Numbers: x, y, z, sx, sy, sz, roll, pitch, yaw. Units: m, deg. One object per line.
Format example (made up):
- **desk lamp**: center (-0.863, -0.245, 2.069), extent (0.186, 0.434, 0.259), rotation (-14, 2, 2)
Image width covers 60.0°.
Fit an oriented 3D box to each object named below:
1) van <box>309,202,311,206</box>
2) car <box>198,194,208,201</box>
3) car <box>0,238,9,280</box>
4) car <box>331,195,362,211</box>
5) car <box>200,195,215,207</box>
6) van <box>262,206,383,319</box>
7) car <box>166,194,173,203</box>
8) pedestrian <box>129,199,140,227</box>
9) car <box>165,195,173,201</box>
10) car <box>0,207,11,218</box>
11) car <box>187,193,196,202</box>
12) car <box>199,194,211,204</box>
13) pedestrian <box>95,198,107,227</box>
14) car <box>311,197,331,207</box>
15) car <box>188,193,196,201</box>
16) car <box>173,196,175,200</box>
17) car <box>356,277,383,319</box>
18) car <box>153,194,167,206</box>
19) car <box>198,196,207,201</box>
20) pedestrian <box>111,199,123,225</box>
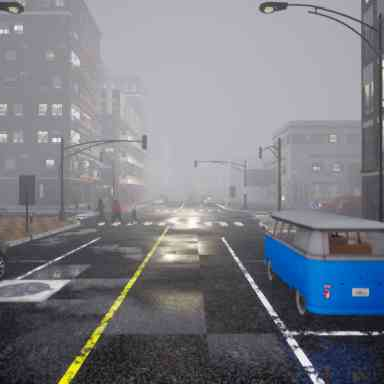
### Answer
- **van**: center (14.877, 1.424, 36.365), extent (3.998, 1.788, 1.690), rotation (0, 0, 0)
- **car**: center (2.654, 1.630, 62.952), extent (1.802, 1.307, 4.206), rotation (0, 0, 0)
- **car**: center (-5.692, 1.567, 7.107), extent (1.947, 1.339, 4.313), rotation (0, 0, 0)
- **car**: center (14.905, 1.357, 27.986), extent (5.009, 1.841, 2.192), rotation (0, 0, 0)
- **car**: center (2.661, 1.559, 52.043), extent (1.752, 1.417, 4.829), rotation (0, 0, 0)
- **van**: center (2.656, 1.342, 7.086), extent (1.690, 1.788, 3.998), rotation (0, 0, 0)
- **car**: center (-5.729, 1.372, 68.485), extent (2.192, 1.841, 5.009), rotation (0, 0, 0)
- **pedestrian**: center (-3.819, 1.299, 21.774), extent (0.375, 1.860, 0.375), rotation (0, 0, 0)
- **car**: center (-5.740, 1.613, 84.933), extent (1.752, 1.417, 4.829), rotation (0, 0, 0)
- **car**: center (-17.483, 1.533, 27.886), extent (4.206, 1.307, 1.802), rotation (0, 0, 0)
- **car**: center (-0.048, 1.430, 78.648), extent (2.097, 1.767, 4.553), rotation (0, 0, 0)
- **car**: center (2.651, 1.372, 68.491), extent (2.192, 1.841, 5.009), rotation (0, 0, 0)
- **pedestrian**: center (-5.800, 1.299, 21.183), extent (0.375, 1.860, 0.375), rotation (0, 0, 0)
- **car**: center (15.471, 1.294, 33.775), extent (5.566, 2.045, 2.150), rotation (0, 0, 0)
- **car**: center (-0.054, 1.209, 88.711), extent (2.150, 2.045, 5.566), rotation (0, 0, 0)
- **car**: center (-5.737, 1.627, 79.563), extent (2.008, 1.369, 4.403), rotation (0, 0, 0)
- **car**: center (2.659, 1.582, 1.397), extent (1.802, 1.307, 4.206), rotation (0, 0, 0)
- **car**: center (-5.723, 1.566, 57.236), extent (1.752, 1.417, 4.829), rotation (0, 0, 0)
- **car**: center (2.640, 1.638, 85.108), extent (2.008, 1.369, 4.403), rotation (0, 0, 0)
- **pedestrian**: center (-5.034, 1.295, 22.382), extent (0.375, 1.860, 0.375), rotation (0, 0, 0)
